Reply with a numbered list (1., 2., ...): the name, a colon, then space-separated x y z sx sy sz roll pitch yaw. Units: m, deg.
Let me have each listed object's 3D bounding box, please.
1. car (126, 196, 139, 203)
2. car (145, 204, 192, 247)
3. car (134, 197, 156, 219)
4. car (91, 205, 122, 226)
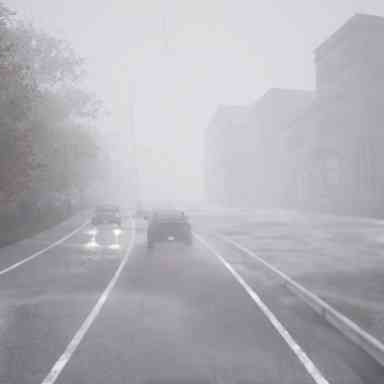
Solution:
1. car: -11.214 1.388 64.727 2.033 1.411 5.357 -1 0 7
2. car: -1.128 1.544 15.343 1.837 1.490 4.892 1 0 -8
3. car: -4.482 1.533 33.120 1.812 1.442 4.674 1 0 -12
4. car: -5.892 1.590 23.310 1.895 1.301 4.718 1 0 -11
